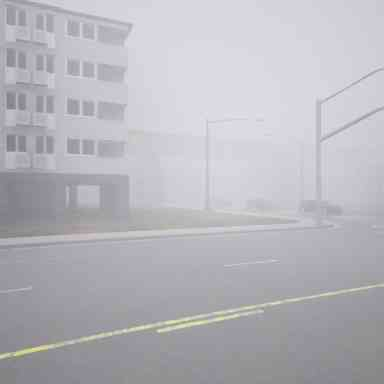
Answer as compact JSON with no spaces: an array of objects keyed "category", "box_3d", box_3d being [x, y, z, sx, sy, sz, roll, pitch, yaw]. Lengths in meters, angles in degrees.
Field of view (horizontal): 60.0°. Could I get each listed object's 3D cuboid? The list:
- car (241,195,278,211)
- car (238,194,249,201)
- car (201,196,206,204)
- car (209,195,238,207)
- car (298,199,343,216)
[{"category":"car","box_3d":[8.803,1.491,42.015,2.128,1.511,4.902,0,0,-25]},{"category":"car","box_3d":[11.407,1.540,75.339,2.033,1.411,5.357,0,0,41]},{"category":"car","box_3d":[2.728,1.505,61.448,1.837,1.490,4.892,0,0,3]},{"category":"car","box_3d":[4.676,1.505,51.310,1.837,1.490,4.892,0,0,-21]},{"category":"car","box_3d":[12.834,1.505,33.440,1.837,1.490,4.892,0,0,-25]}]
